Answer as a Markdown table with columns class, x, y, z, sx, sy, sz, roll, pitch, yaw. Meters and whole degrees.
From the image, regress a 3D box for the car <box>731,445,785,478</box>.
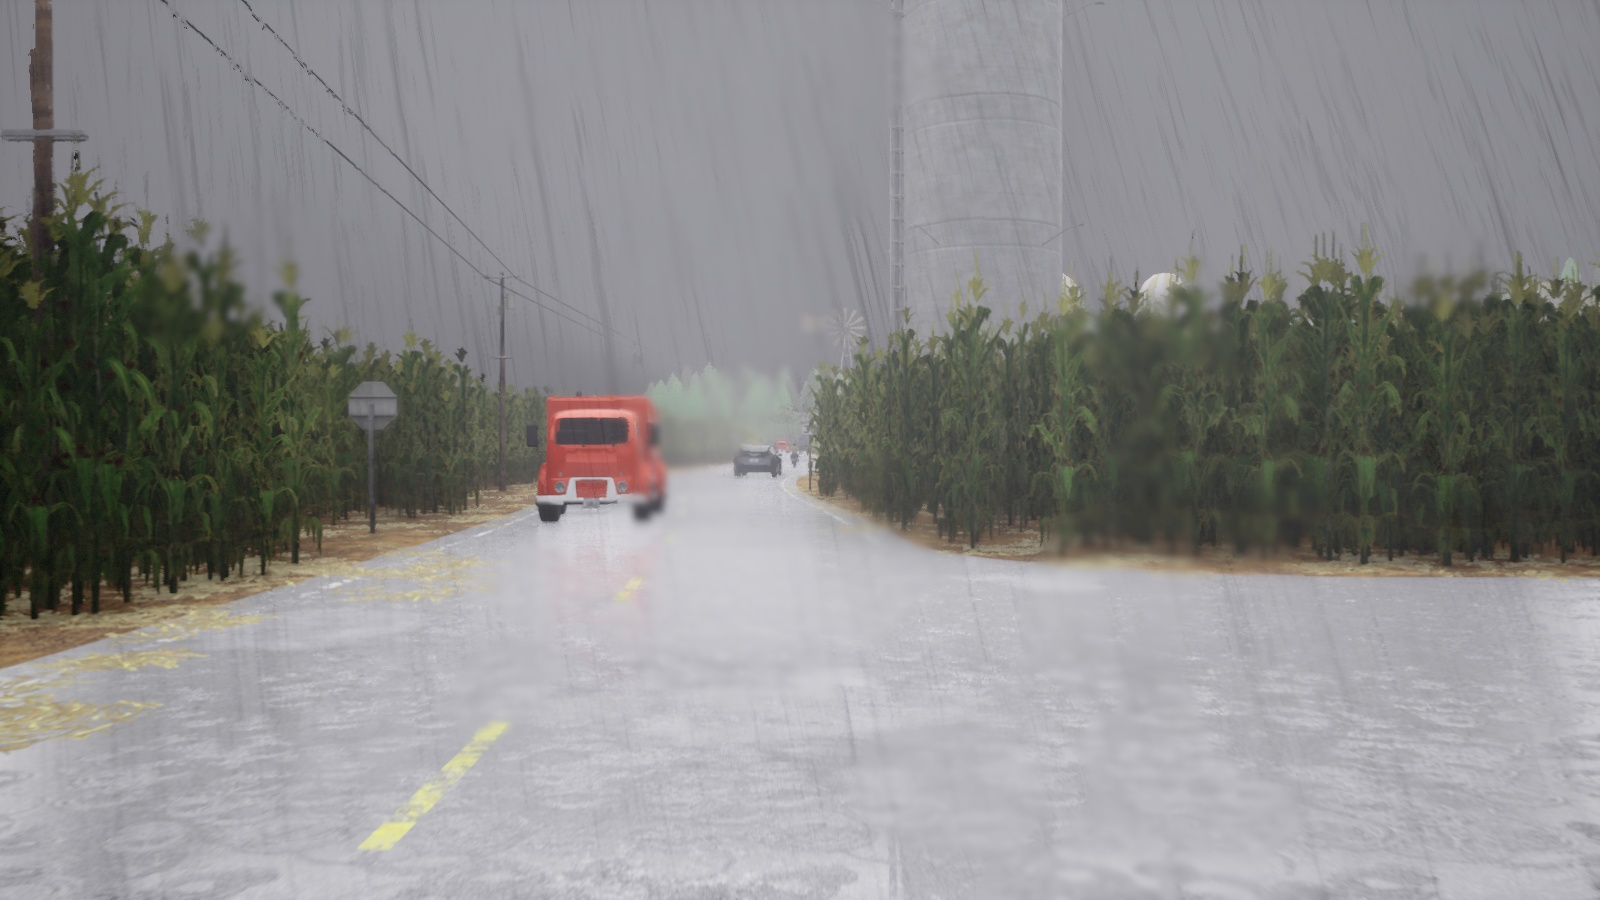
| class | x | y | z | sx | sy | sz | roll | pitch | yaw |
| --- | --- | --- | --- | --- | --- | --- | --- | --- | --- |
| car | -1.936 | 0.500 | 59.669 | 2.163 | 1.488 | 4.792 | 0 | 0 | 3 |

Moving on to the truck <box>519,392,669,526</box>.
| class | x | y | z | sx | sy | sz | roll | pitch | yaw |
| --- | --- | --- | --- | --- | --- | --- | --- | --- | --- |
| truck | -4.080 | 0.151 | 25.856 | 2.627 | 2.467 | 5.204 | 0 | 0 | -4 |
